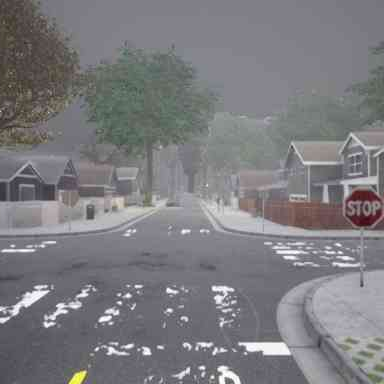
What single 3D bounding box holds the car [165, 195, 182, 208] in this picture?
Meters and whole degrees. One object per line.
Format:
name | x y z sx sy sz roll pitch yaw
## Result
car | -2.750 1.554 48.595 1.994 1.385 4.181 0 0 0
